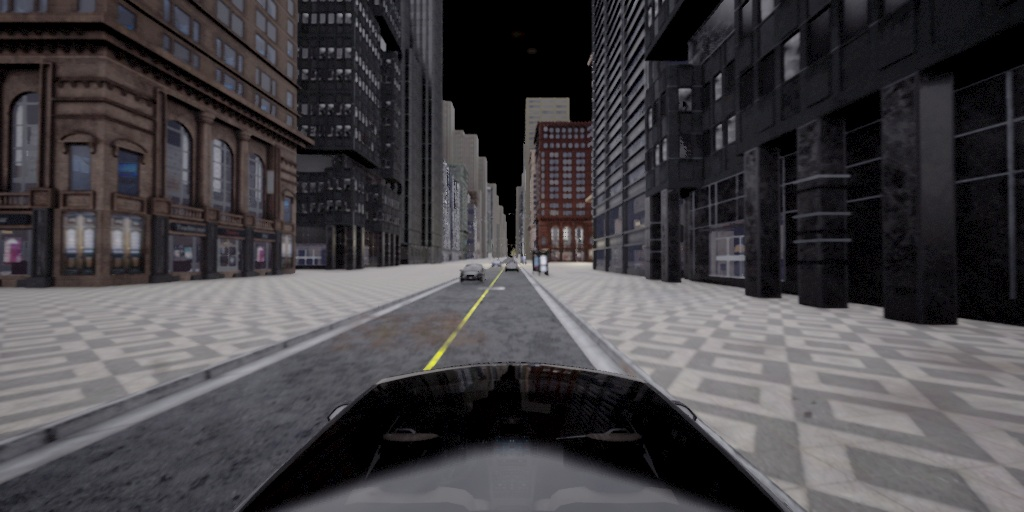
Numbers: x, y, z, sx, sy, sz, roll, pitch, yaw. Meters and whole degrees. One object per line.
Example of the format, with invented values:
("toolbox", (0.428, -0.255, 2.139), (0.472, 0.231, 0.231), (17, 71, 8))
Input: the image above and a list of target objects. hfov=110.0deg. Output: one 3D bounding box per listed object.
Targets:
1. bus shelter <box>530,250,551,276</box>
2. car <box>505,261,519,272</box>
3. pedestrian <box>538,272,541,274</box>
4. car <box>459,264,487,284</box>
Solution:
("bus shelter", (3.132, 0.817, 38.242), (1.920, 2.740, 3.880), (0, 0, 0))
("car", (0.020, 1.571, 50.690), (1.994, 1.385, 4.181), (0, 0, 1))
("pedestrian", (3.131, 1.095, 40.817), (0.375, 1.860, 0.375), (1, -1, -10))
("car", (-3.099, 1.400, 29.140), (1.837, 1.490, 4.892), (0, 0, 0))
